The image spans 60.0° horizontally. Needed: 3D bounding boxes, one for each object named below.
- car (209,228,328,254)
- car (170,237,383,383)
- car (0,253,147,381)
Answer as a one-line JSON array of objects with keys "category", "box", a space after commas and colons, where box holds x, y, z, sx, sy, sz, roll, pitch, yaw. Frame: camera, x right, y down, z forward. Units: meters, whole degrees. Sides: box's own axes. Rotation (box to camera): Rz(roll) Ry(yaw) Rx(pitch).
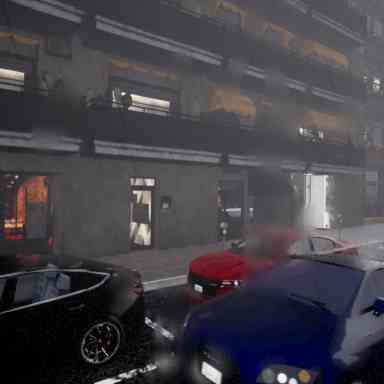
[{"category": "car", "box": [1.953, 1.546, 7.485, 4.507, 1.381, 1.887, 0, 1, -36]}, {"category": "car", "box": [1.809, 1.565, 4.364, 4.181, 1.385, 1.994, 0, 0, -36]}, {"category": "car", "box": [-2.663, 1.566, 4.191, 4.313, 1.339, 1.947, 0, 1, -36]}]
